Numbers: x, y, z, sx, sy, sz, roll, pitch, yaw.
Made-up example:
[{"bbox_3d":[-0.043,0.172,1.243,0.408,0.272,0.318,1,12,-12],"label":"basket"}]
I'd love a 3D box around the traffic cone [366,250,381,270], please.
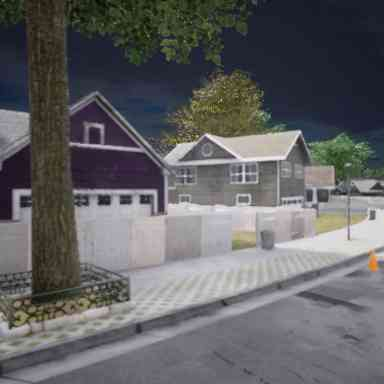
[{"bbox_3d":[5.653,2.105,10.370,0.340,0.580,0.340,1,-1,-45],"label":"traffic cone"}]
